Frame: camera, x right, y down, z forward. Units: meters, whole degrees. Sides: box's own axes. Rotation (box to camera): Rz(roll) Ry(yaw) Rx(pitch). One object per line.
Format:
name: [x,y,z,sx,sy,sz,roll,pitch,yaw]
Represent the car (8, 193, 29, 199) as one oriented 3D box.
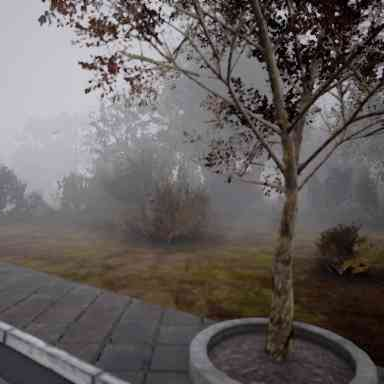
car: [-20.566,0.765,38.472,2.128,1.511,4.902,1,1,32]
